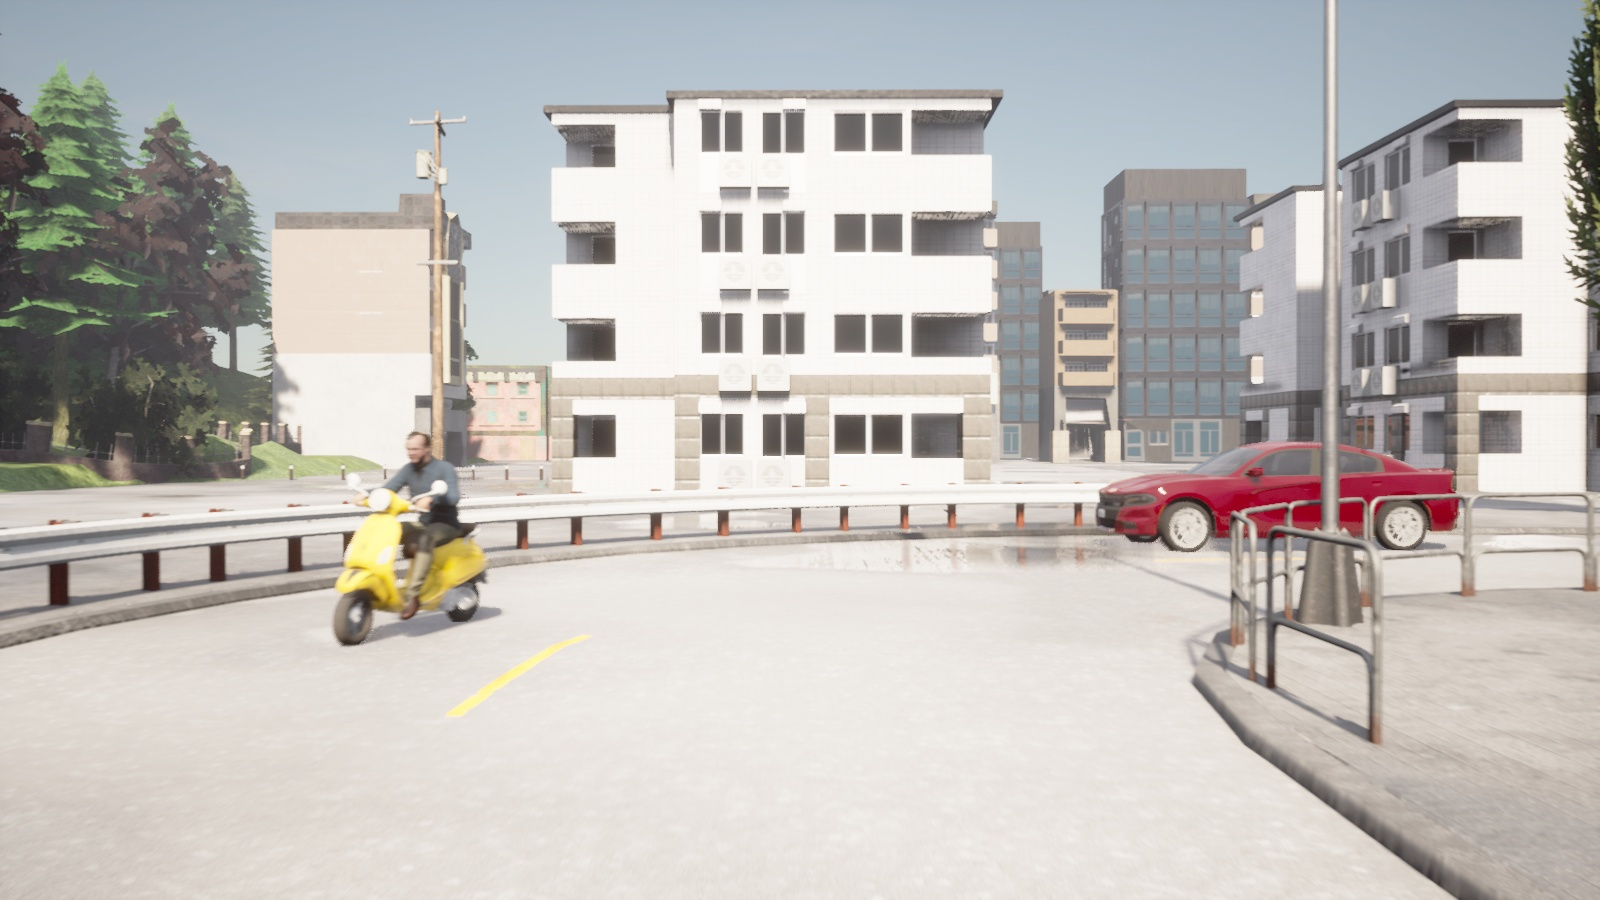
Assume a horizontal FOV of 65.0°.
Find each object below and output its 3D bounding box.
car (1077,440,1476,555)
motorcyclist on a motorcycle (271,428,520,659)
[{"bbox_3d":[6.682,0.629,17.911,5.008,1.535,1.882,0,0,-5],"label":"car"},{"bbox_3d":[-3.072,0.644,9.738,0.866,1.590,1.817,2,1,21],"label":"motorcyclist on a motorcycle"}]
